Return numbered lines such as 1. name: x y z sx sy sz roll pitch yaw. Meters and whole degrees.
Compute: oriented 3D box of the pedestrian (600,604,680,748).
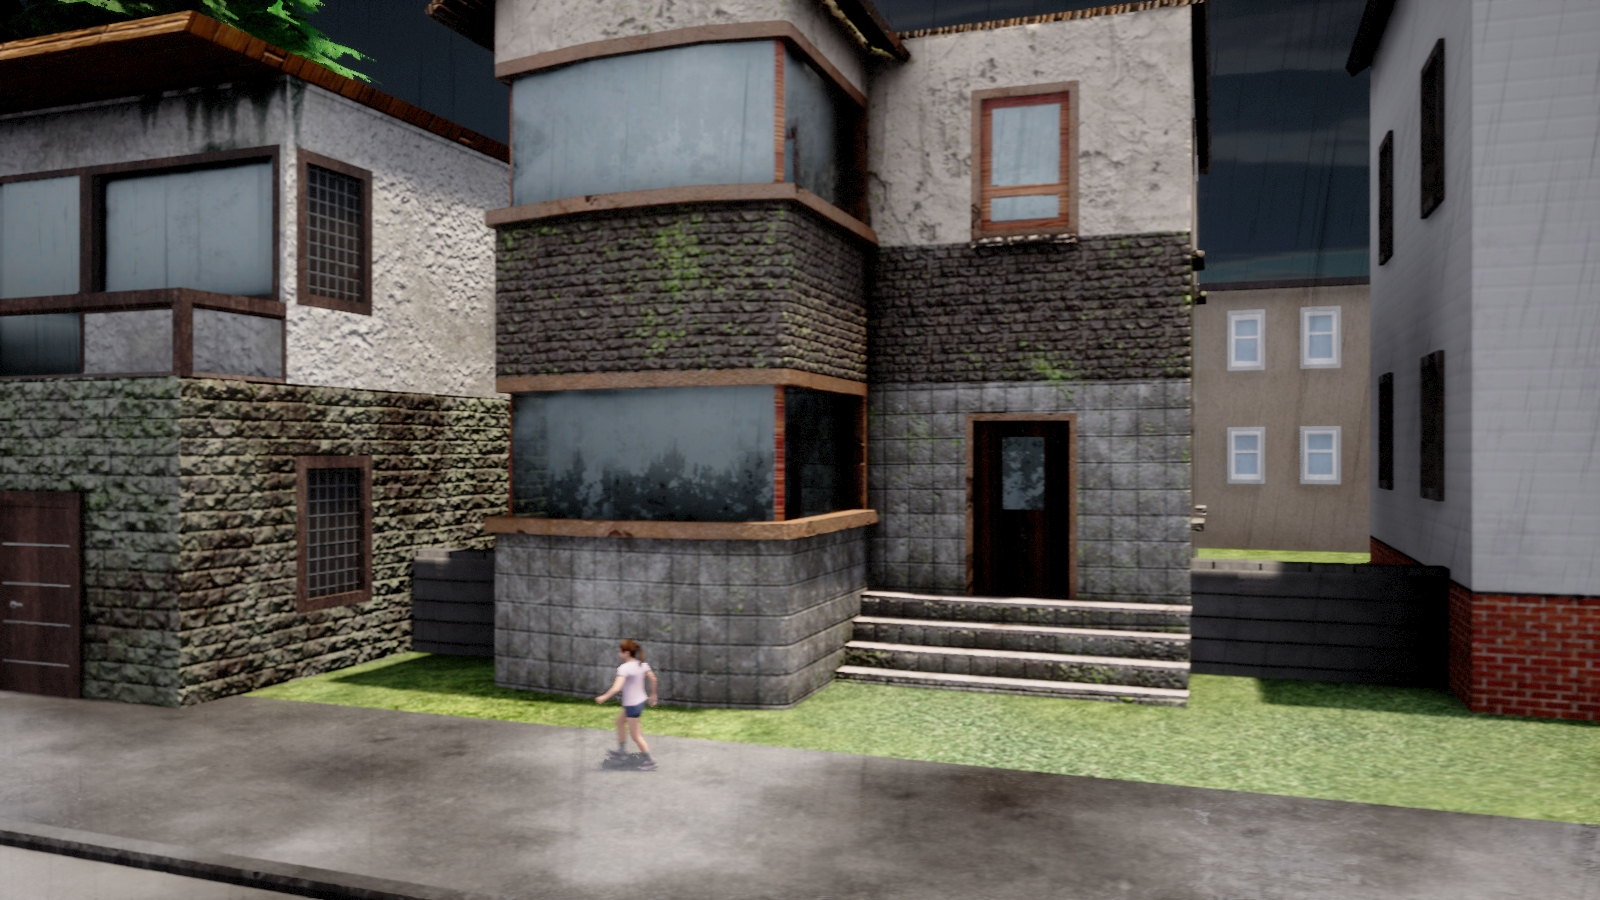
1. pedestrian: -1.356 1.899 9.709 0.500 1.100 0.500 0 0 18
